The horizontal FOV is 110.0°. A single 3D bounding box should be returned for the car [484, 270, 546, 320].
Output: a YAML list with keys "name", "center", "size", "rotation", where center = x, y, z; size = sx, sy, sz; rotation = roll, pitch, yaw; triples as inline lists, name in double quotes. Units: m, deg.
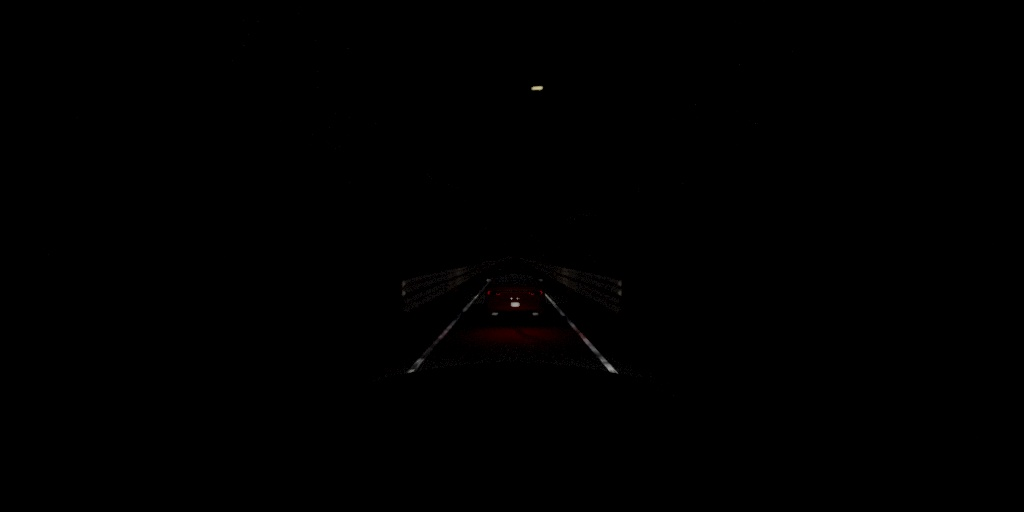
- name: "car"
  center: [0.094, 1.230, 12.679]
  size: [1.882, 1.535, 5.008]
  rotation: [0, 0, 0]
